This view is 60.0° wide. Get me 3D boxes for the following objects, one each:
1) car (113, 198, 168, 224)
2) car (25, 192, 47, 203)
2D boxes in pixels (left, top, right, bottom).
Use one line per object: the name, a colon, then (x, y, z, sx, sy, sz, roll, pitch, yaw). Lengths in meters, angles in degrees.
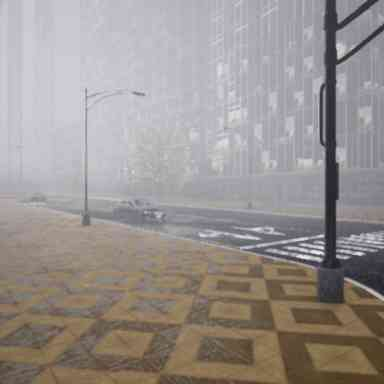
car: (-3.488, 1.151, 21.964, 2.128, 1.511, 4.902, 0, 1, -38)
car: (-20.539, 0.667, 43.762, 1.994, 1.385, 4.181, 0, 1, -38)
